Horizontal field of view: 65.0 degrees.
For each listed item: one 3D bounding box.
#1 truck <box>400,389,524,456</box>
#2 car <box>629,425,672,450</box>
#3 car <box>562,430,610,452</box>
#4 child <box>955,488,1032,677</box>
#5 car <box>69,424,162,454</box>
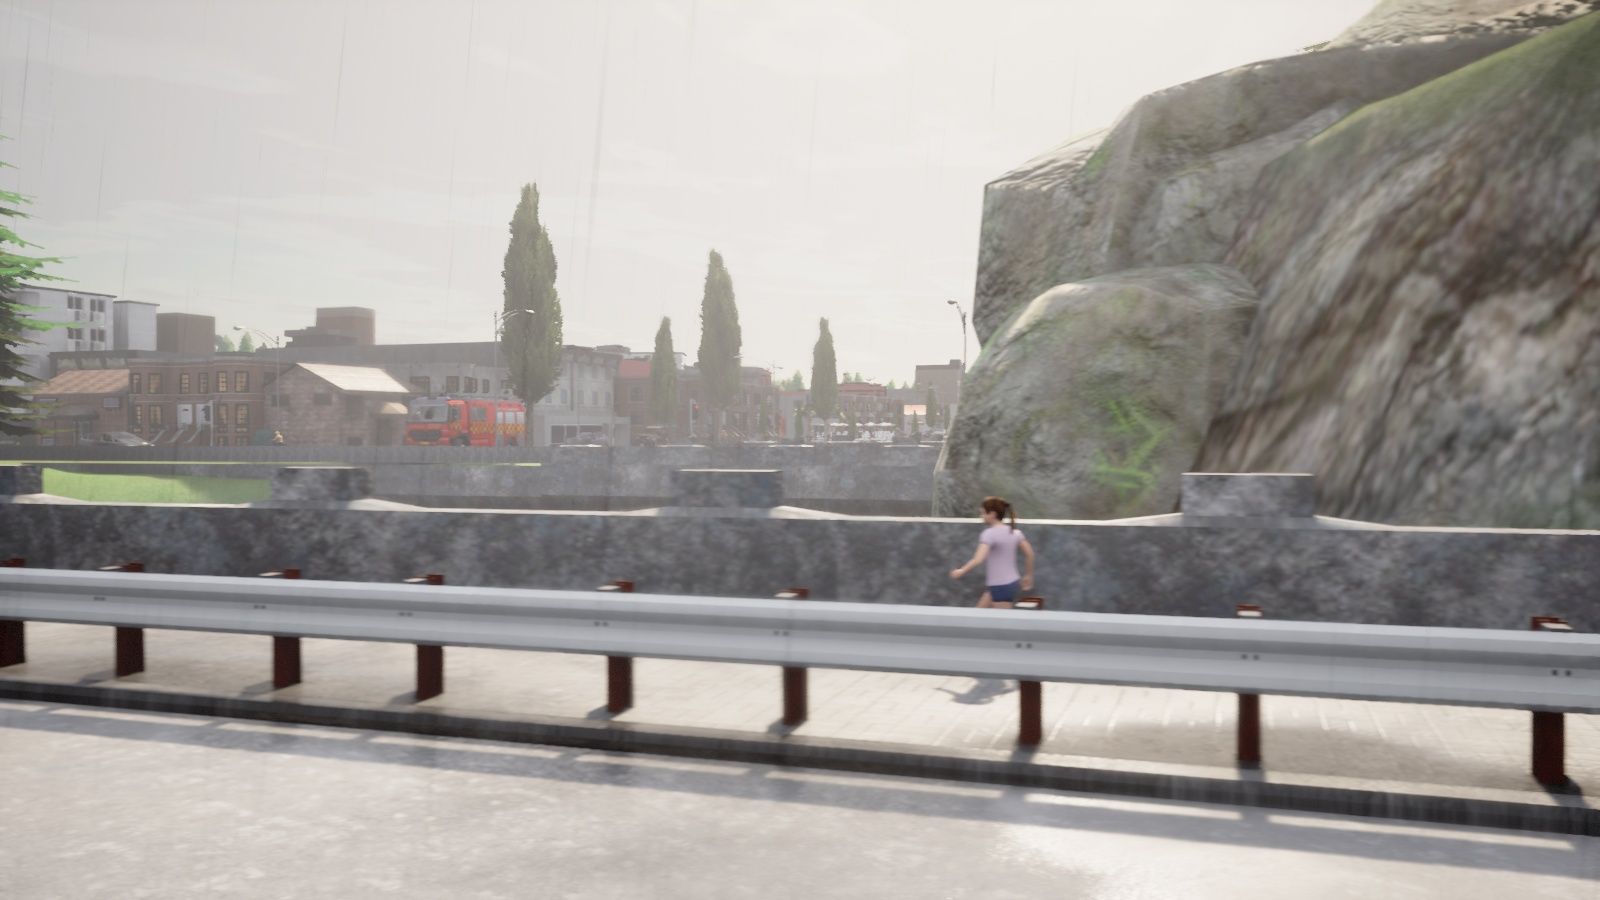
[{"bbox_3d":[-20.201,-1.627,75.654,2.891,3.827,8.468,0,1,20],"label":"truck"},{"bbox_3d":[-11.680,-0.998,98.446,1.905,1.878,3.866,1,1,19],"label":"car"},{"bbox_3d":[-15.034,-0.633,88.505,1.845,1.501,3.633,1,1,19],"label":"car"},{"bbox_3d":[1.189,0.797,7.720,0.394,1.110,0.255,1,1,34],"label":"child"},{"bbox_3d":[-40.177,-0.661,73.747,4.611,1.667,2.242,1,1,19],"label":"car"}]
